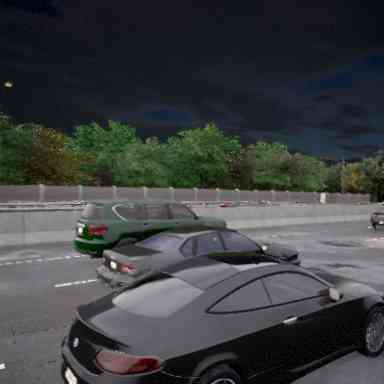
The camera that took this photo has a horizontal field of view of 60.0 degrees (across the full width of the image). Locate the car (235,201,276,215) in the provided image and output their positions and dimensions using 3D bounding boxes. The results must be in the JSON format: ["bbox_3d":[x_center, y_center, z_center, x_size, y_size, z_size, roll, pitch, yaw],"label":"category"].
[{"bbox_3d":[7.550,1.848,39.432,4.892,1.490,1.837,1,-1,-35],"label":"car"}]

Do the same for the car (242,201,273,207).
[{"bbox_3d":[4.562,1.708,28.715,4.892,1.490,1.837,1,-1,-35],"label":"car"}]

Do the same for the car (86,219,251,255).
[{"bbox_3d":[0.416,1.582,8.343,5.357,1.411,2.033,1,0,-36],"label":"car"}]

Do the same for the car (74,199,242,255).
[{"bbox_3d":[-1.158,1.261,11.512,5.566,2.045,2.150,1,0,-35],"label":"car"}]

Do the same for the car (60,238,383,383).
[{"bbox_3d":[0.761,1.545,4.408,4.674,1.442,1.812,0,0,-35],"label":"car"}]

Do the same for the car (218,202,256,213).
[{"bbox_3d":[5.809,1.951,42.489,4.718,1.301,1.895,1,-1,-35],"label":"car"}]

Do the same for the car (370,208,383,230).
[{"bbox_3d":[13.784,1.750,22.149,4.902,1.511,2.128,1,-1,-35],"label":"car"}]

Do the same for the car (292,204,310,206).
[{"bbox_3d":[12.356,2.008,38.557,4.718,1.301,1.895,1,-1,-35],"label":"car"}]
